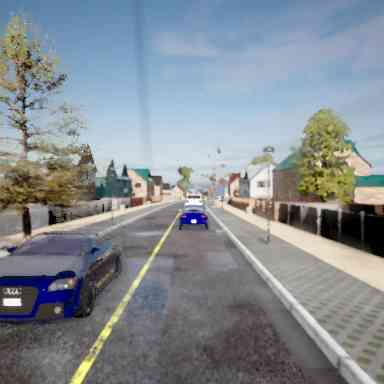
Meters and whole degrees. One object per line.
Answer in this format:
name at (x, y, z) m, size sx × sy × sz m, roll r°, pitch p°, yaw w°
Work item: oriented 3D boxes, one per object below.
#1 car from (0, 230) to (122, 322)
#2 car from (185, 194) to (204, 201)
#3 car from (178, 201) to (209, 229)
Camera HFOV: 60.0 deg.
car at (-2.840, 1.558, 7.257) m, size 1.994 × 1.385 × 4.181 m, roll 0°, pitch 0°, yaw 0°
car at (0.276, 1.300, 42.471) m, size 2.150 × 2.045 × 5.566 m, roll 0°, pitch 0°, yaw 1°
car at (0.113, 1.527, 21.292) m, size 1.812 × 1.442 × 4.674 m, roll 0°, pitch 0°, yaw 0°
